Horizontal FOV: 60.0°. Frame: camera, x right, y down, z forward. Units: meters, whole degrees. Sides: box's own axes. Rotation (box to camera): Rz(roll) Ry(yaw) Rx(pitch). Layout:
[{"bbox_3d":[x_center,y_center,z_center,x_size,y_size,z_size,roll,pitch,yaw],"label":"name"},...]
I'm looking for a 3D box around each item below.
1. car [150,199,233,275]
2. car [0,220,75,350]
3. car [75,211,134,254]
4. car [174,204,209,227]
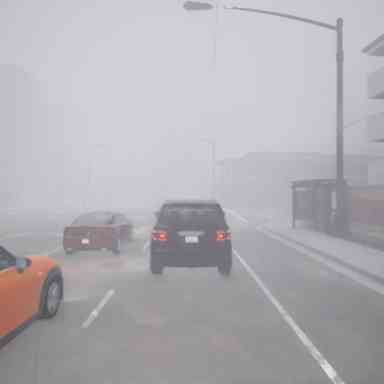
[{"bbox_3d":[-0.047,1.231,10.616,2.150,2.045,5.566,0,0,-1],"label":"car"},{"bbox_3d":[-3.480,1.357,4.523,2.097,1.767,4.553,0,0,0],"label":"car"},{"bbox_3d":[-3.600,1.491,13.563,1.882,1.535,5.008,0,0,-1],"label":"car"},{"bbox_3d":[0.046,1.629,24.248,1.895,1.301,4.718,0,0,8],"label":"car"}]
